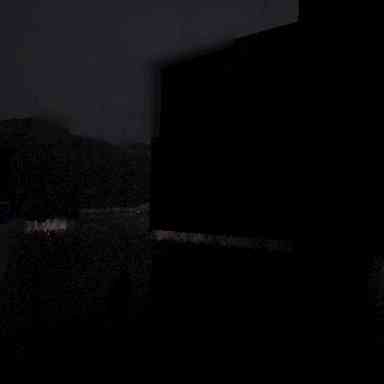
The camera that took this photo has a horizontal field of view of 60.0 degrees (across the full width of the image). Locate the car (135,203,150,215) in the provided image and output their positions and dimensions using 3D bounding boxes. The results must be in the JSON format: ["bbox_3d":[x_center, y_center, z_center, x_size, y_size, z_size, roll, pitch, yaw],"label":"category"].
[{"bbox_3d":[-4.857,2.072,40.229,1.812,1.442,4.674,2,0,36],"label":"car"}]

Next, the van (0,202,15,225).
[{"bbox_3d":[-15.714,1.634,25.238,1.690,1.788,3.998,1,0,36],"label":"van"}]

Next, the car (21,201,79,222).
[{"bbox_3d":[-12.572,1.680,29.637,2.192,1.841,5.009,1,0,36],"label":"car"}]
